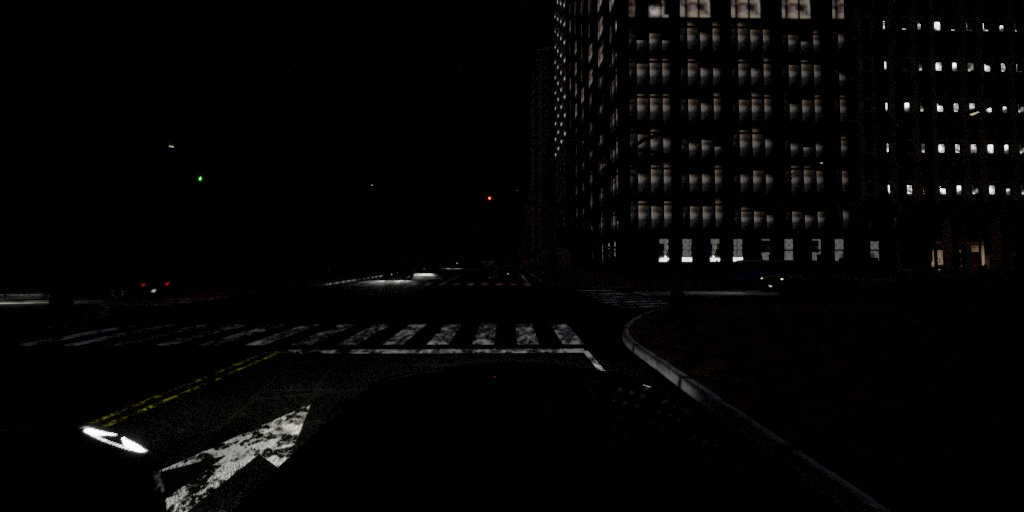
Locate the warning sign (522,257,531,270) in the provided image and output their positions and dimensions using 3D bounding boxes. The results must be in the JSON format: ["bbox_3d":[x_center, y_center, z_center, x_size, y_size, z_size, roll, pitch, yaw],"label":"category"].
[{"bbox_3d":[2.083,1.000,50.817,1.300,1.860,1.060,0,0,-1],"label":"warning sign"}]

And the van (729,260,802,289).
[{"bbox_3d":[15.633,1.122,22.088,3.998,1.789,1.690,0,0,-2],"label":"van"}]

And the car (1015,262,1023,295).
[{"bbox_3d":[21.553,0.961,14.229,4.097,1.591,1.967,0,0,-2],"label":"car"}]

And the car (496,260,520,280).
[{"bbox_3d":[-0.375,1.337,32.441,1.812,1.442,4.674,0,0,-1],"label":"car"}]

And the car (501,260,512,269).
[{"bbox_3d":[-0.949,1.428,62.277,1.882,1.535,5.008,0,0,-1],"label":"car"}]

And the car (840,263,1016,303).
[{"bbox_3d":[16.141,1.075,14.077,4.829,1.417,1.751,0,0,-2],"label":"car"}]

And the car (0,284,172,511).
[{"bbox_3d":[-3.114,1.102,0.242,2.097,1.767,4.553,0,0,-1],"label":"car"}]

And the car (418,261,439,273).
[{"bbox_3d":[-10.529,1.352,45.402,2.128,1.511,4.902,0,0,-1],"label":"car"}]

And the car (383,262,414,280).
[{"bbox_3d":[-10.345,1.317,32.904,1.837,1.490,4.892,0,0,-3],"label":"car"}]

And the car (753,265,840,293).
[{"bbox_3d":[16.231,1.305,19.515,4.718,1.301,1.895,0,-2,-2],"label":"car"}]

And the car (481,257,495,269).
[{"bbox_3d":[-4.199,1.172,62.257,2.150,2.045,5.566,0,0,-1],"label":"car"}]

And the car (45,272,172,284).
[{"bbox_3d":[-20.578,1.505,18.320,4.718,1.301,1.895,0,-2,-2],"label":"car"}]
